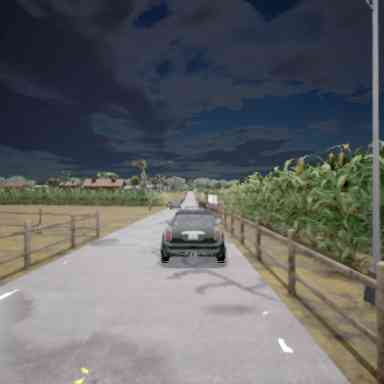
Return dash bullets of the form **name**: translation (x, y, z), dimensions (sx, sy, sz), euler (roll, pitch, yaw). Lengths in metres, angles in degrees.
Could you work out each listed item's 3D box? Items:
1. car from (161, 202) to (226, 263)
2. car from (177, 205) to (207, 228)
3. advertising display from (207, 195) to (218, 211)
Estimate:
- **car**: translation (0.053, 1.435, 12.526), dimensions (2.097, 1.767, 4.553), euler (0, -1, 1)
- **car**: translation (0.037, 1.776, 25.495), dimensions (2.033, 1.411, 5.357), euler (0, -1, 1)
- **advertising display**: translation (3.173, 1.667, 51.016), dimensions (1.540, 2.440, 0.280), euler (1, 0, 0)
